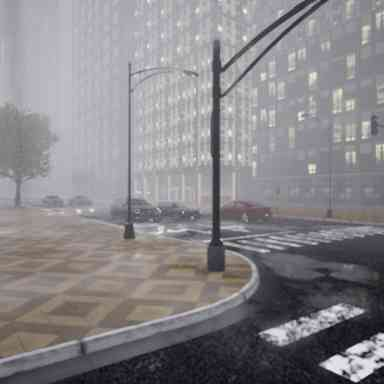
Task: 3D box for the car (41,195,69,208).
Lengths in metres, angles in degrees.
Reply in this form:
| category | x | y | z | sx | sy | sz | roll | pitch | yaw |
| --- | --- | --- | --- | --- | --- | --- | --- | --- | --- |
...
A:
| category | x | y | z | sx | sy | sz | roll | pitch | yaw |
| --- | --- | --- | --- | --- | --- | --- | --- | --- | --- |
| car | -16.773 | 1.142 | 39.966 | 1.837 | 1.490 | 4.892 | 0 | 0 | -36 |

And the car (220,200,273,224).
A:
| category | x | y | z | sx | sy | sz | roll | pitch | yaw |
| --- | --- | --- | --- | --- | --- | --- | --- | --- | --- |
| car | 3.464 | 1.345 | 23.737 | 1.882 | 1.535 | 5.008 | 0 | 0 | -35 |

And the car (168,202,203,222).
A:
| category | x | y | z | sx | sy | sz | roll | pitch | yaw |
| --- | --- | --- | --- | --- | --- | --- | --- | --- | --- |
| car | -1.283 | 1.429 | 24.535 | 1.895 | 1.301 | 4.718 | 0 | 0 | -37 |

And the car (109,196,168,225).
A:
| category | x | y | z | sx | sy | sz | roll | pitch | yaw |
| --- | --- | --- | --- | --- | --- | --- | --- | --- | --- |
| car | -3.900 | 1.169 | 22.611 | 2.097 | 1.767 | 4.553 | 0 | 0 | -37 |

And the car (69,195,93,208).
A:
| category | x | y | z | sx | sy | sz | roll | pitch | yaw |
| --- | --- | --- | --- | --- | --- | --- | --- | --- | --- |
| car | -14.060 | 1.126 | 41.760 | 1.882 | 1.535 | 5.008 | 0 | 0 | -36 |
